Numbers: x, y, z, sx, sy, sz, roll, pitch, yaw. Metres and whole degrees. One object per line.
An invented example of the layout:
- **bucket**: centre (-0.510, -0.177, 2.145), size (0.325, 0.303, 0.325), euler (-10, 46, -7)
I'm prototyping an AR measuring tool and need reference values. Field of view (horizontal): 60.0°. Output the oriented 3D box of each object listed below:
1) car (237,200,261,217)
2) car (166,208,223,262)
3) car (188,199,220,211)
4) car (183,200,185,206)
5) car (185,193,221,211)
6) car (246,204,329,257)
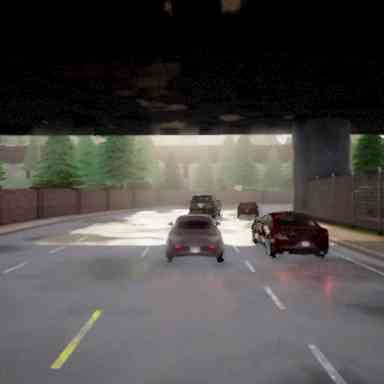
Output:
- **car**: centre (5.452, 1.482, 31.416), size (1.882, 1.535, 5.008), euler (0, 0, 15)
- **car**: centre (0.085, 1.527, 12.083), size (1.812, 1.442, 4.674), euler (0, 0, 0)
- **car**: centre (1.571, 1.607, 41.615), size (1.895, 1.301, 4.718), euler (0, 0, 30)
- **car**: centre (1.210, 1.231, 47.274), size (2.150, 2.045, 5.566), euler (-1, -1, 42)
- **car**: centre (1.218, 1.226, 29.072), size (2.150, 2.045, 5.566), euler (0, 0, 11)
- **car**: centre (3.587, 1.479, 12.972), size (1.882, 1.535, 5.008), euler (0, 0, 0)
